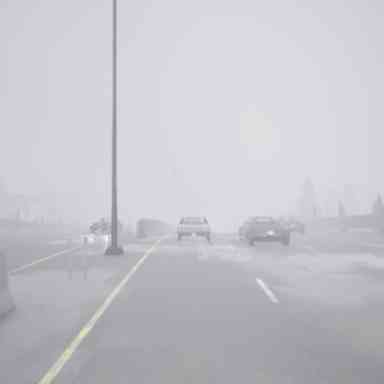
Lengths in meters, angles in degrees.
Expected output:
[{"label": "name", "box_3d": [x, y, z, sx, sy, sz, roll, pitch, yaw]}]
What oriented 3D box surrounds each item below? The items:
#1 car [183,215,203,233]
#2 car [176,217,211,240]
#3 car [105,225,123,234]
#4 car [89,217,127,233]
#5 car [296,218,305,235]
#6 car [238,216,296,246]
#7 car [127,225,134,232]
[{"label": "car", "box_3d": [0.099, 3.659, 37.526, 2.097, 1.767, 4.553, 0, -8, 0]}, {"label": "car", "box_3d": [0.099, 2.127, 19.930, 1.895, 1.301, 4.718, 0, -4, 0]}, {"label": "car", "box_3d": [-14.002, 6.850, 60.168, 2.033, 1.411, 5.357, 0, -8, 0]}, {"label": "car", "box_3d": [-7.064, 2.775, 27.865, 1.895, 1.301, 4.718, 0, -6, 0]}, {"label": "car", "box_3d": [7.099, 2.510, 25.436, 1.994, 1.385, 4.181, 0, -5, 0]}, {"label": "car", "box_3d": [3.600, 1.929, 17.195, 1.994, 1.385, 4.181, 0, -3, 0]}, {"label": "car", "box_3d": [-10.497, 5.962, 53.488, 2.033, 1.411, 5.357, 0, -8, 0]}]
